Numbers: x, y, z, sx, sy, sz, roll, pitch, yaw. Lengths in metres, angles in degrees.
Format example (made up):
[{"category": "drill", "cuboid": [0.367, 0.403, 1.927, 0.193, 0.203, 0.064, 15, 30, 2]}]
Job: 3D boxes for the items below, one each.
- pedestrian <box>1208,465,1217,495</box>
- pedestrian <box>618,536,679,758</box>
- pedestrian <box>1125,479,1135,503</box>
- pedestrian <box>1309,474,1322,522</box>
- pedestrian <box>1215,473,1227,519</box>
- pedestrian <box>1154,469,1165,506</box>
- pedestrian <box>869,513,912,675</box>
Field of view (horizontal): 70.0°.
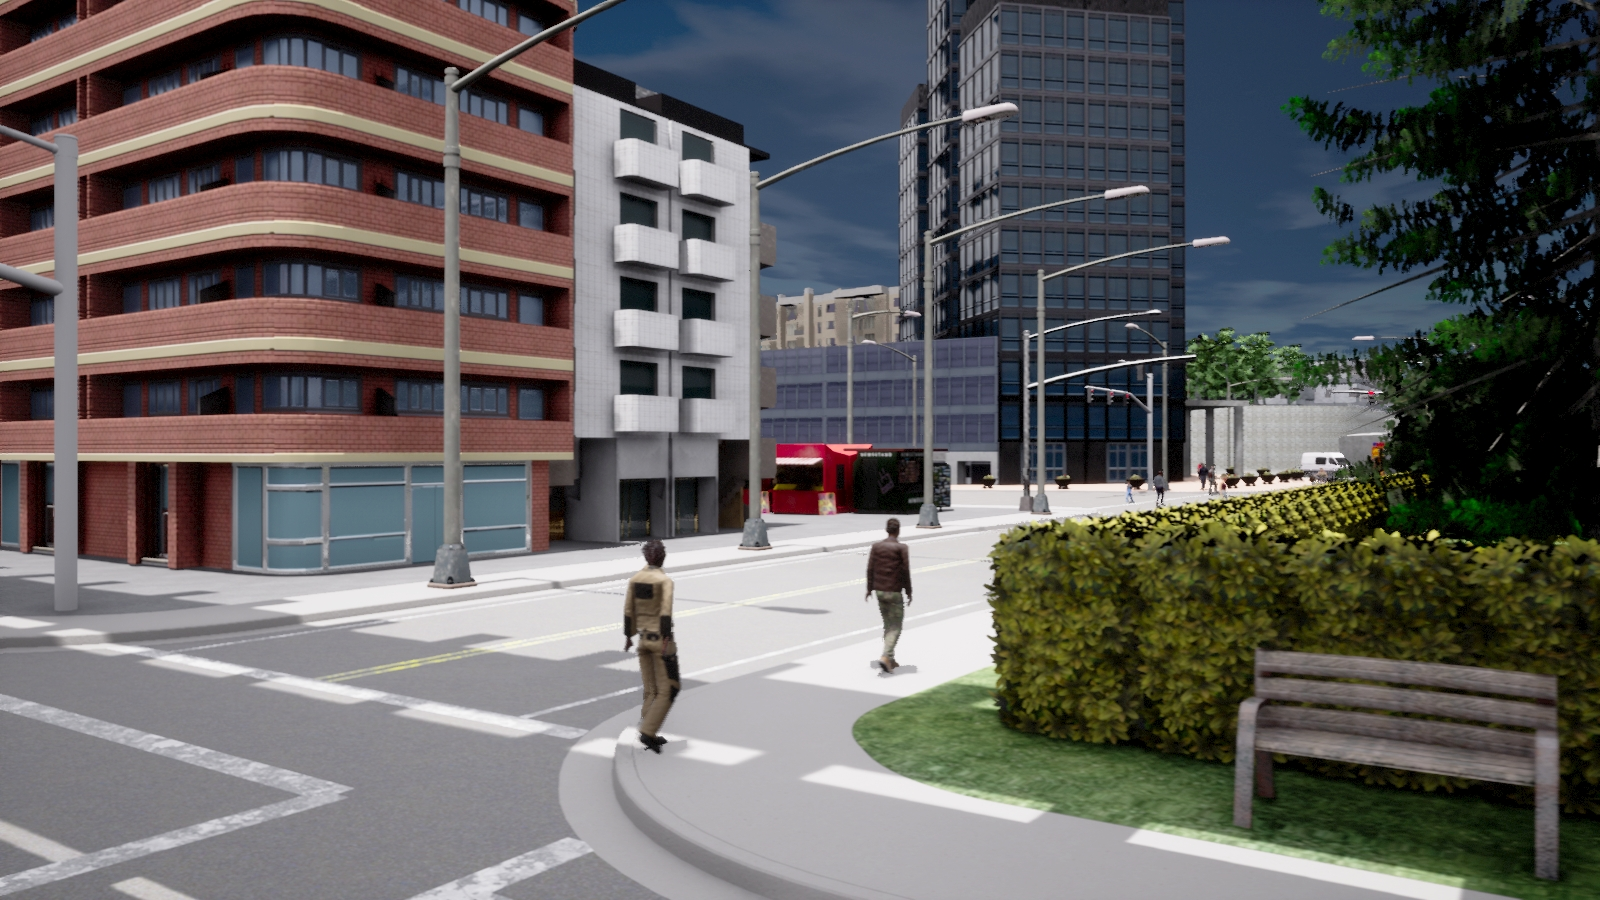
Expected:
[{"category": "pedestrian", "cuboid": [25.775, 1.891, 71.333, 0.375, 1.860, 0.375, 0, 0, -22]}, {"category": "pedestrian", "cuboid": [-1.330, 1.702, 10.026, 0.375, 1.860, 0.375, 0, 0, 33]}, {"category": "pedestrian", "cuboid": [17.559, 2.183, 60.826, 0.375, 1.300, 0.375, 0, 0, -43]}, {"category": "pedestrian", "cuboid": [20.116, 1.853, 44.568, 0.375, 1.860, 0.375, 0, 0, 36]}, {"category": "pedestrian", "cuboid": [17.192, 1.855, 46.621, 0.375, 1.860, 0.375, 0, 0, 32]}, {"category": "pedestrian", "cuboid": [18.264, 1.893, 58.070, 0.375, 1.860, 0.375, 0, 0, -44]}, {"category": "pedestrian", "cuboid": [1.079, 1.703, 13.648, 0.375, 1.860, 0.375, 0, 0, 33]}]
